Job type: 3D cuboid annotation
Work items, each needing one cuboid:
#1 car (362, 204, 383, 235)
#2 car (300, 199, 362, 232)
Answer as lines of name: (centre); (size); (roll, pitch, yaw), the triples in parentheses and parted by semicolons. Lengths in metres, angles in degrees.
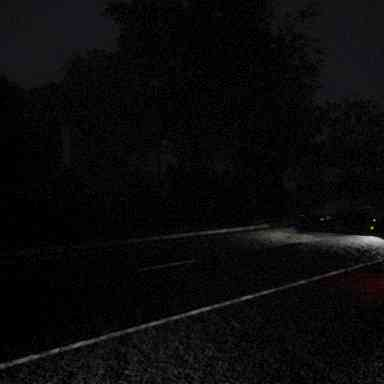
car: (10.079, 1.265, 15.450); (4.181, 1.385, 1.994); (-1, 1, -35)
car: (8.006, 1.179, 18.271); (5.008, 1.535, 1.882); (-1, 1, -35)
